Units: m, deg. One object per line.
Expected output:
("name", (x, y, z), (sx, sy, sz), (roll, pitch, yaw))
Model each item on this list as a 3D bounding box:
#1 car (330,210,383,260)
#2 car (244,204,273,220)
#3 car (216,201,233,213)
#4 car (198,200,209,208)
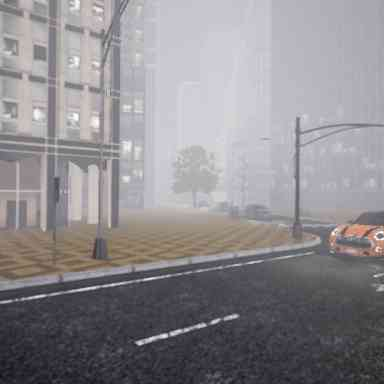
("car", (7.386, 1.523, 12.977), (4.553, 1.767, 2.097), (1, -1, -36))
("car", (6.568, 1.963, 33.345), (1.837, 1.490, 4.892), (1, 0, -7))
("car", (4.701, 2.151, 47.737), (1.837, 1.490, 4.892), (1, 0, -7))
("car", (2.271, 2.441, 67.083), (1.812, 1.442, 4.674), (1, -1, -7))
